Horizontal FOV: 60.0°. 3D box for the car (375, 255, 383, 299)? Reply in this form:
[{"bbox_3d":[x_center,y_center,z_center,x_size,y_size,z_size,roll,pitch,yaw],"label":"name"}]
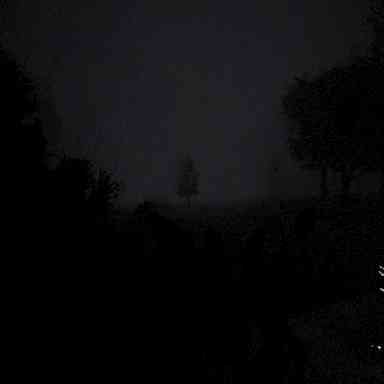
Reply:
[{"bbox_3d":[5.795,1.391,6.862,5.008,1.535,1.882,-1,2,-33],"label":"car"}]
